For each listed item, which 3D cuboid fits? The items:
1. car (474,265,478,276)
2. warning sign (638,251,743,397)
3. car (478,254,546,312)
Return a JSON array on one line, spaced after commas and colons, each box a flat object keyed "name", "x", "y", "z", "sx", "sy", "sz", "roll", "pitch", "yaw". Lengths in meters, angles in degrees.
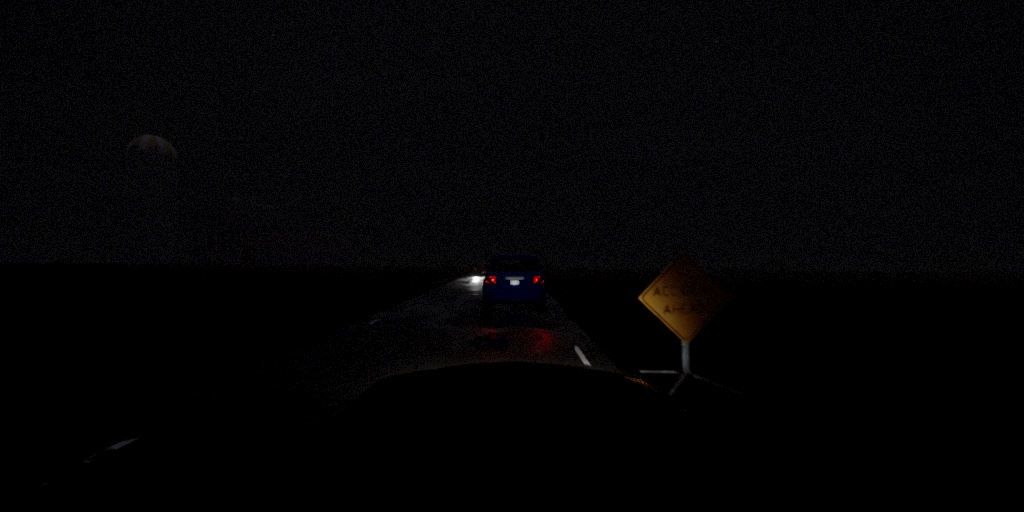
[{"name": "car", "x": -2.848, "y": 1.324, "z": 37.045, "sx": 1.895, "sy": 1.301, "sz": 4.718, "roll": 0, "pitch": 0, "yaw": 0}, {"name": "warning sign", "x": 2.450, "y": 0.852, "z": 5.043, "sx": 1.300, "sy": 1.860, "sz": 1.060, "roll": 0, "pitch": 0, "yaw": 0}, {"name": "car", "x": 0.093, "y": 0.925, "z": 14.084, "sx": 2.150, "sy": 2.045, "sz": 5.566, "roll": 0, "pitch": 0, "yaw": 0}]
